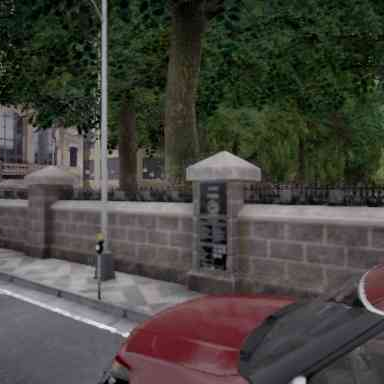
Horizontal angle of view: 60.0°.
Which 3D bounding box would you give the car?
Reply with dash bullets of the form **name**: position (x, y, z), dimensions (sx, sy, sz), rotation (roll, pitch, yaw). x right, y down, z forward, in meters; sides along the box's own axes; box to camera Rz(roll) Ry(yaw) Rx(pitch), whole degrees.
- **car**: position (1.653, 1.316, 1.787), dimensions (5.009, 1.841, 2.192), rotation (0, 0, 35)
